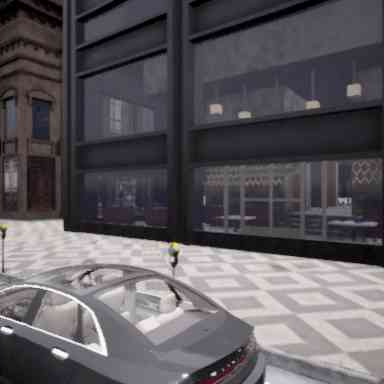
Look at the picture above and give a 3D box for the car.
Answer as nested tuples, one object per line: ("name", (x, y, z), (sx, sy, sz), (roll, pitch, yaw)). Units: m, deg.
("car", (-1.351, 1.553, 3.922), (4.403, 1.369, 2.008), (0, 0, 35))
